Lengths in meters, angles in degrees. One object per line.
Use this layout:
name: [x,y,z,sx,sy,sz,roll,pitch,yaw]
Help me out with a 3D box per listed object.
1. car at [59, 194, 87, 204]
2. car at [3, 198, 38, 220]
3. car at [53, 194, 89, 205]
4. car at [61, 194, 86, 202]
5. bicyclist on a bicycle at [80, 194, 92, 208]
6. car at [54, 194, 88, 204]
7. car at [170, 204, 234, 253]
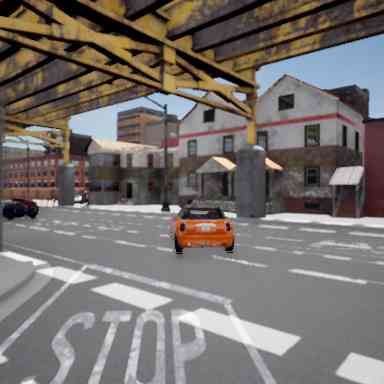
car: [-19.219,1.099,53.948,2.038,1.542,4.974,0,0,10]
car: [-13.858,1.424,25.851,4.718,1.301,1.895,0,0,41]
car: [-18.229,1.122,50.350,4.974,1.542,2.038,0,0,-20]
car: [-19.210,0.941,53.998,1.853,1.218,4.536,0,0,10]
bicyclist on a bicycle: [-12.421,1.049,39.039,0.582,1.620,1.656,0,1,40]
car: [-18.180,0.964,50.367,4.536,1.218,1.853,0,0,-20]
car: [0.240,1.270,13.485,2.097,1.767,4.553,0,0,-6]
